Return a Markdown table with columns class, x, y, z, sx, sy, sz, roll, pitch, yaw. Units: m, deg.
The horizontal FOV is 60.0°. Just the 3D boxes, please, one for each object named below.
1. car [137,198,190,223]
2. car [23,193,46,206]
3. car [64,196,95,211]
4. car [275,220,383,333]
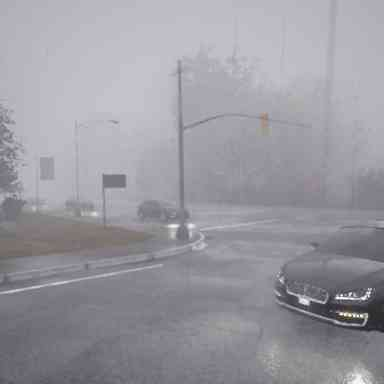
| class | x | y | z | sx | sy | sz | roll | pitch | yaw |
| --- | --- | --- | --- | --- | --- | --- | --- | --- | --- |
| car | -2.098 | 1.230 | 23.322 | 1.837 | 1.490 | 4.892 | -2 | 2 | -39 |
| car | -23.541 | 1.335 | 50.107 | 1.812 | 1.442 | 4.674 | -2 | 1 | -39 |
| car | -12.139 | 1.224 | 35.795 | 1.882 | 1.535 | 5.008 | -2 | 1 | -39 |
| car | 3.689 | 1.369 | 6.515 | 4.892 | 1.490 | 1.837 | -2 | 1 | -36 |
